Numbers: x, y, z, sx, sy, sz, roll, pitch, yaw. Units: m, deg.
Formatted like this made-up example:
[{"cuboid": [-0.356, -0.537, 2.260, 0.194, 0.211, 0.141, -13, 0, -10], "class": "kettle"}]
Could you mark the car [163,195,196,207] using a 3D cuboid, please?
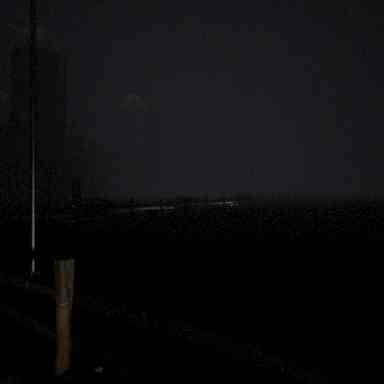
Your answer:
[{"cuboid": [-1.547, 1.090, 40.711, 1.895, 1.301, 4.718, 1, 1, 35], "class": "car"}]

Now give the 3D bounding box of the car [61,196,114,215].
[{"cuboid": [-9.259, 1.156, 29.771, 1.882, 1.535, 5.008, 1, 1, 35], "class": "car"}]

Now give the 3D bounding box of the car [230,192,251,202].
[{"cuboid": [7.990, 0.760, 54.091, 2.128, 1.511, 4.902, 1, 1, 35], "class": "car"}]
